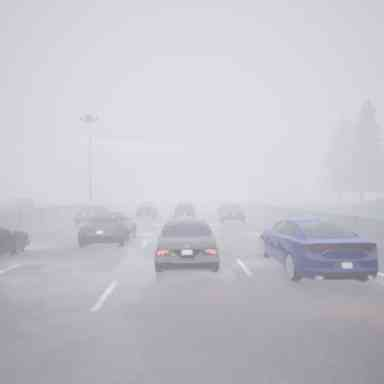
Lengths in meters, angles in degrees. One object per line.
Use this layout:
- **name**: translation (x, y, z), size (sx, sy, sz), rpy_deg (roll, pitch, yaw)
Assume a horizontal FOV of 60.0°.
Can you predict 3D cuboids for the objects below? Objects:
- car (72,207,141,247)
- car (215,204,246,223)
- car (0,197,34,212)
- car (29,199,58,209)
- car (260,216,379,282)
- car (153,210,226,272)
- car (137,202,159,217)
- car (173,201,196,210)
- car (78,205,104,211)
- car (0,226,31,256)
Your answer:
- **car**: translation (-3.776, 1.610, 15.428), size (1.994, 1.385, 4.181), rpy_deg (0, 0, -1)
- **car**: translation (2.932, 1.603, 25.971), size (2.033, 1.411, 5.357), rpy_deg (0, 0, -1)
- **car**: translation (-22.178, 1.687, 42.865), size (2.150, 2.045, 5.566), rpy_deg (0, -1, -1)
- **car**: translation (-18.671, 1.994, 42.730), size (1.994, 1.385, 4.181), rpy_deg (0, -1, -1)
- **car**: translation (3.349, 1.449, 9.753), size (1.882, 1.535, 5.008), rpy_deg (0, 0, -1)
- **car**: translation (-0.170, 1.550, 10.764), size (2.033, 1.411, 5.357), rpy_deg (0, 0, -1)
- **car**: translation (-4.189, 1.689, 31.226), size (1.812, 1.442, 4.674), rpy_deg (0, -1, -1)
- **car**: translation (-0.669, 1.630, 30.434), size (1.837, 1.490, 4.892), rpy_deg (0, -1, -1)
- **car**: translation (-7.564, 1.687, 25.683), size (2.033, 1.411, 5.357), rpy_deg (0, 0, -1)
- **car**: translation (-7.166, 1.605, 10.519), size (2.033, 1.411, 5.357), rpy_deg (0, 0, -1)
